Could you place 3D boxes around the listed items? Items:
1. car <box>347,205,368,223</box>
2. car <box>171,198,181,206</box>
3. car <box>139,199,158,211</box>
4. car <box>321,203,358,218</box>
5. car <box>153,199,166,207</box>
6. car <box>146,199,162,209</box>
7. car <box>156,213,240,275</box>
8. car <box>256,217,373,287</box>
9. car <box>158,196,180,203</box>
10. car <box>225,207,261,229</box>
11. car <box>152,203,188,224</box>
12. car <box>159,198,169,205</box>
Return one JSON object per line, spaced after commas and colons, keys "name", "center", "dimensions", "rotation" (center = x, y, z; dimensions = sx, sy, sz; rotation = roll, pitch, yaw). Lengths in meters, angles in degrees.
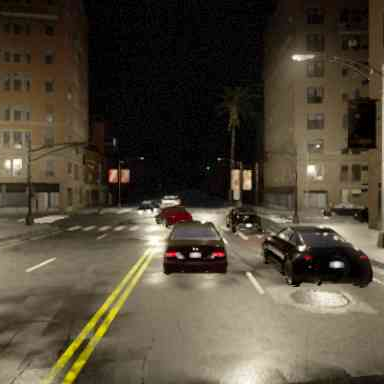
{"name": "car", "center": [16.197, 2.045, 28.647], "dimensions": [4.313, 1.339, 1.947], "rotation": [0, 0, 0]}
{"name": "car", "center": [-3.290, 2.155, 70.499], "dimensions": [1.882, 1.535, 5.008], "rotation": [0, -1, 0]}
{"name": "car", "center": [-6.627, 2.043, 49.072], "dimensions": [1.994, 1.385, 4.181], "rotation": [0, -1, 0]}
{"name": "car", "center": [16.002, 1.943, 34.588], "dimensions": [4.902, 1.511, 2.128], "rotation": [0, 0, 2]}
{"name": "car", "center": [-6.539, 2.198, 67.474], "dimensions": [2.033, 1.411, 5.357], "rotation": [0, -1, 0]}
{"name": "car", "center": [-6.601, 2.055, 57.901], "dimensions": [2.128, 1.511, 4.902], "rotation": [0, -1, 0]}
{"name": "car", "center": [0.091, 1.654, 10.828], "dimensions": [2.033, 1.411, 5.357], "rotation": [0, -1, 0]}
{"name": "car", "center": [3.327, 1.659, 9.643], "dimensions": [1.994, 1.385, 4.181], "rotation": [0, 0, 0]}
{"name": "car", "center": [-3.369, 1.709, 49.943], "dimensions": [2.150, 2.045, 5.566], "rotation": [0, -1, 0]}
{"name": "car", "center": [3.296, 1.716, 21.651], "dimensions": [1.837, 1.490, 4.892], "rotation": [0, -1, 0]}
{"name": "car", "center": [-1.350, 1.771, 24.029], "dimensions": [1.812, 1.442, 4.674], "rotation": [0, -1, -18]}
{"name": "car", "center": [-6.544, 2.252, 77.544], "dimensions": [1.812, 1.442, 4.674], "rotation": [0, 0, 0]}
